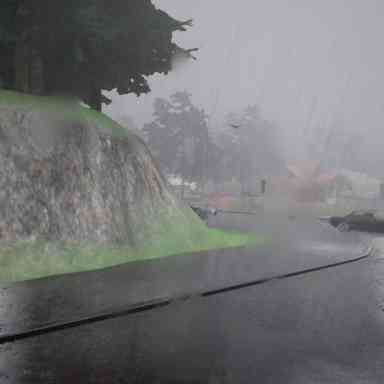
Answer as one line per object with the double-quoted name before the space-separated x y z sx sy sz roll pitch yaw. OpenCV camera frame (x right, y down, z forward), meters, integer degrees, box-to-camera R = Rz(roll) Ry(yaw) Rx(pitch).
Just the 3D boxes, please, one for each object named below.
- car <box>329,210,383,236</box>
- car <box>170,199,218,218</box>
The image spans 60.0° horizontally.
"car" 9.562 1.601 17.044 1.895 1.301 4.718 0 0 -26
"car" 0.418 1.492 30.846 2.128 1.511 4.902 0 0 -35
